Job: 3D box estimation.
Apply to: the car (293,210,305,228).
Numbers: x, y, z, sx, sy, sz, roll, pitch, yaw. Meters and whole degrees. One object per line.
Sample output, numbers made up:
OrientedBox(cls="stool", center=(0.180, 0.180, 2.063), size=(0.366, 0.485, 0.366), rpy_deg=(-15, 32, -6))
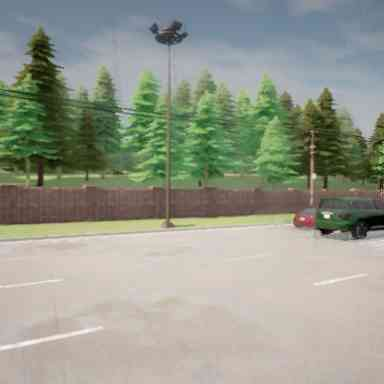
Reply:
OrientedBox(cls="car", center=(8.509, 1.631, 21.445), size=(4.181, 1.385, 1.994), rpy_deg=(0, 0, -31))

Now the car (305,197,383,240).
OrientedBox(cls="car", center=(8.901, 1.287, 17.610), size=(5.566, 2.045, 2.150), rpy_deg=(0, 0, -31))
